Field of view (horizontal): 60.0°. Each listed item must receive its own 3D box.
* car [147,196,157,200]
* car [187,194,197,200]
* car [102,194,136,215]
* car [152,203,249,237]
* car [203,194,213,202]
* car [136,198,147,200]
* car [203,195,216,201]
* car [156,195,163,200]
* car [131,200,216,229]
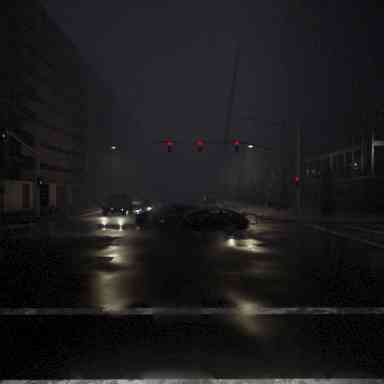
[{"bbox_3d":[-7.331,1.597,53.526,1.895,1.301,4.718,0,0,1],"label":"car"},{"bbox_3d":[-0.055,1.560,61.799,1.994,1.385,4.181,0,0,1],"label":"car"},{"bbox_3d":[-7.455,1.219,33.762,2.150,2.045,5.566,0,0,0],"label":"car"},{"bbox_3d":[0.574,1.516,17.759,4.902,1.511,2.128,0,0,0],"label":"car"},{"bbox_3d":[3.485,1.351,74.641,2.097,1.767,4.553,0,0,1],"label":"car"},{"bbox_3d":[-7.440,1.523,43.556,1.812,1.442,4.674,0,0,1],"label":"car"},{"bbox_3d":[3.449,1.488,62.122,2.128,1.511,4.902,0,0,1],"label":"car"},{"bbox_3d":[-7.078,1.438,68.877,1.812,1.442,4.674,0,0,1],"label":"car"},{"bbox_3d":[-1.070,1.501,21.261,5.008,1.535,1.882,0,0,0],"label":"car"}]
